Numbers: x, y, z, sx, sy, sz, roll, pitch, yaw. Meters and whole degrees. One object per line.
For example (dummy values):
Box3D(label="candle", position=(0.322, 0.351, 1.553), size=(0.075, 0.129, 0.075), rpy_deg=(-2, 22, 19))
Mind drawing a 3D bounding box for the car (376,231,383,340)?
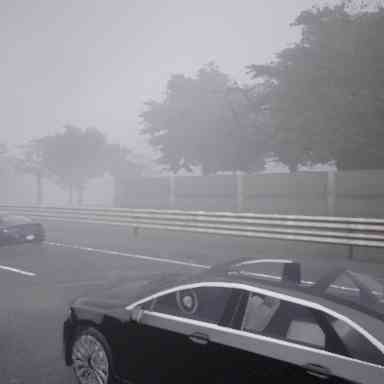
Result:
Box3D(label="car", position=(5.413, 1.474, 4.415), size=(5.008, 1.535, 1.882), rpy_deg=(0, 0, 36))

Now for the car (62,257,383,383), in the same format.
Box3D(label="car", position=(0.601, 1.491, 3.544), size=(4.902, 1.511, 2.128), rpy_deg=(0, 0, 35))

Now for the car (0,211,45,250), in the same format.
Box3D(label="car", position=(-7.983, 1.535, 13.843), size=(4.674, 1.442, 1.812), rpy_deg=(0, 0, 35))
